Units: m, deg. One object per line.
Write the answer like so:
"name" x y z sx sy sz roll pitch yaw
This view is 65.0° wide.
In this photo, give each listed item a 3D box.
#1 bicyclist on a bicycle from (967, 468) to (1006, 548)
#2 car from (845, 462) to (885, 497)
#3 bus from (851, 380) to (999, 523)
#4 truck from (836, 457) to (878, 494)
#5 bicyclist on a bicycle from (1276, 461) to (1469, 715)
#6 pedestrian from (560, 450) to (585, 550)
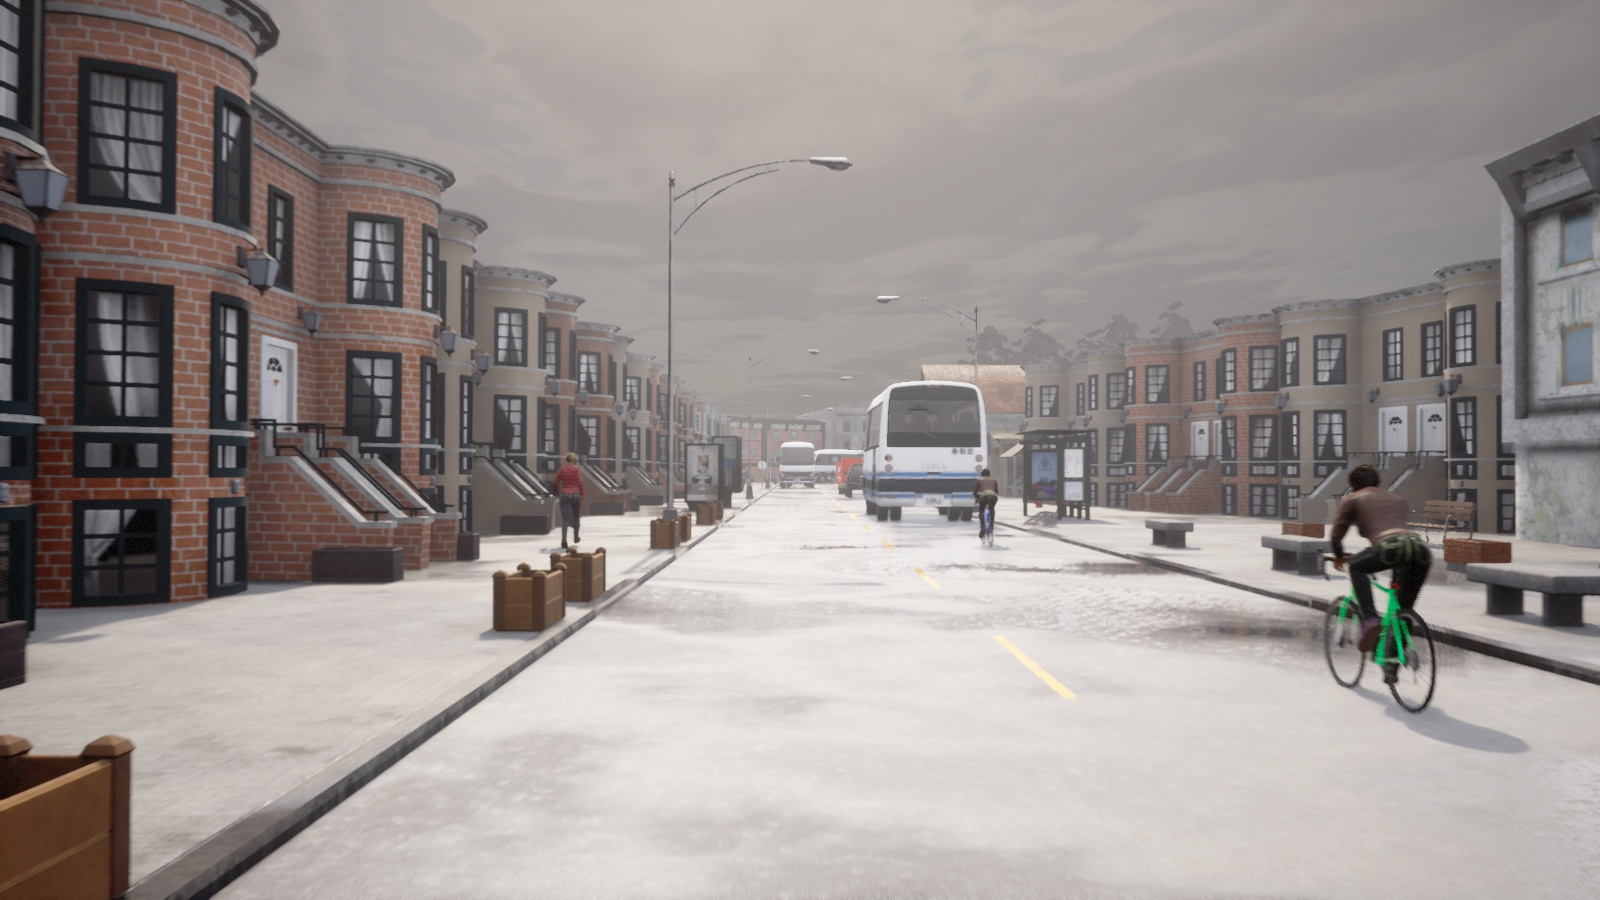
"bicyclist on a bicycle" 3.950 1.197 26.656 0.582 1.620 1.656 0 0 0
"car" 3.906 1.802 76.727 2.150 2.045 5.566 0 -1 0
"bus" 3.931 0.133 42.439 3.944 4.253 10.273 0 -1 0
"truck" 3.893 1.766 86.841 2.627 2.467 5.204 0 -1 0
"bicyclist on a bicycle" 3.976 0.900 8.860 0.582 1.620 1.656 0 -1 0
"pedestrian" -4.285 0.938 23.671 0.331 1.846 0.636 0 -1 3
